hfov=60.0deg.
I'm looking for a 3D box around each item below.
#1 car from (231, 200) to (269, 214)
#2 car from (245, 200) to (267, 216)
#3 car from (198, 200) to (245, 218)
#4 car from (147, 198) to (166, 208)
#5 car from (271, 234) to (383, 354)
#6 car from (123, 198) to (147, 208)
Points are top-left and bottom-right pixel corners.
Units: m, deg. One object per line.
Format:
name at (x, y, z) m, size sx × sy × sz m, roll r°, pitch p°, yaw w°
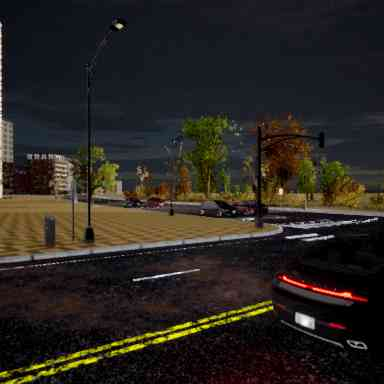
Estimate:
car at (6.458, 1.610, 37.669) m, size 1.994 × 1.385 × 4.181 m, roll 0°, pitch 0°, yaw -31°
car at (5.392, 1.614, 32.909) m, size 1.994 × 1.385 × 4.181 m, roll 0°, pitch 0°, yaw -32°
car at (2.449, 1.568, 31.489) m, size 1.837 × 1.490 × 4.892 m, roll 0°, pitch 0°, yaw -32°
car at (-5.648, 1.623, 51.123) m, size 1.812 × 1.442 × 4.674 m, roll 0°, pitch 0°, yaw -30°
car at (3.496, 1.500, 5.762) m, size 4.892 × 1.490 × 1.837 m, roll 1°, pitch -1°, yaw -34°
car at (-9.049, 1.618, 50.509) m, size 1.837 × 1.490 × 4.892 m, roll 0°, pitch 0°, yaw -30°
